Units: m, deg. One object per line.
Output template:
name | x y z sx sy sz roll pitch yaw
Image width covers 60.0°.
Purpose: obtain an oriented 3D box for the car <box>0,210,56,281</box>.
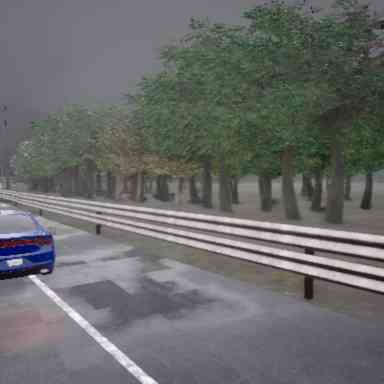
car | -5.081 1.207 8.629 1.882 1.535 5.008 -2 2 -38
